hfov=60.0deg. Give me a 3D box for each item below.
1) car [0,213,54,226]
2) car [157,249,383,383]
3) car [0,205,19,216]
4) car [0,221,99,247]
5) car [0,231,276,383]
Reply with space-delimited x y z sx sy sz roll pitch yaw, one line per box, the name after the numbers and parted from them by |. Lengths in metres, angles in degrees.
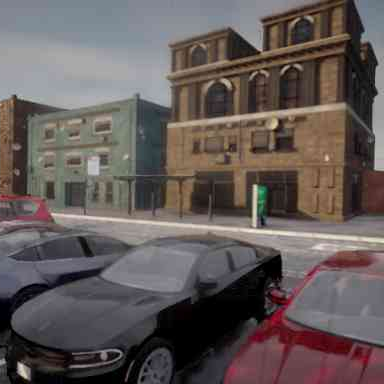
-4.722 1.488 8.514 2.002 1.452 4.674 1 0 35 | car
2.090 1.480 3.663 2.097 1.535 5.008 0 0 35 | car
-9.253 1.401 11.747 2.097 1.535 5.008 1 0 35 | car
-2.438 1.496 6.919 2.163 1.488 4.792 0 0 35 | car
-0.182 1.477 5.282 2.097 1.535 5.008 0 0 35 | car
